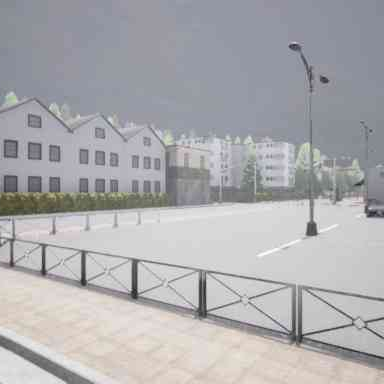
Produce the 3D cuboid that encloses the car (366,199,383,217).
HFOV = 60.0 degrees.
[{"bbox_3d":[15.380,1.297,26.835,2.007,1.523,4.514,0,0,35],"label":"car"}]
